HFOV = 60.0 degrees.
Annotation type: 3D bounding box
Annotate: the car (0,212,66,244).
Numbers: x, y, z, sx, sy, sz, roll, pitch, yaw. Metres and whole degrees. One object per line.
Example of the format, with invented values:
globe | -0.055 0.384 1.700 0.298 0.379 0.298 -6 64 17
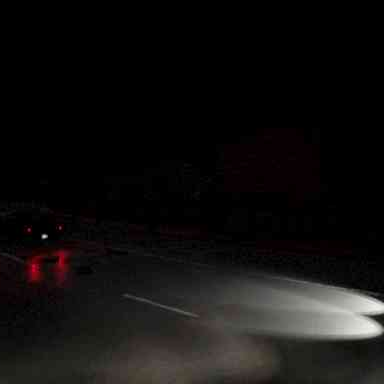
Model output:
car | -7.939 1.635 16.041 1.895 1.301 4.718 0 0 -44
